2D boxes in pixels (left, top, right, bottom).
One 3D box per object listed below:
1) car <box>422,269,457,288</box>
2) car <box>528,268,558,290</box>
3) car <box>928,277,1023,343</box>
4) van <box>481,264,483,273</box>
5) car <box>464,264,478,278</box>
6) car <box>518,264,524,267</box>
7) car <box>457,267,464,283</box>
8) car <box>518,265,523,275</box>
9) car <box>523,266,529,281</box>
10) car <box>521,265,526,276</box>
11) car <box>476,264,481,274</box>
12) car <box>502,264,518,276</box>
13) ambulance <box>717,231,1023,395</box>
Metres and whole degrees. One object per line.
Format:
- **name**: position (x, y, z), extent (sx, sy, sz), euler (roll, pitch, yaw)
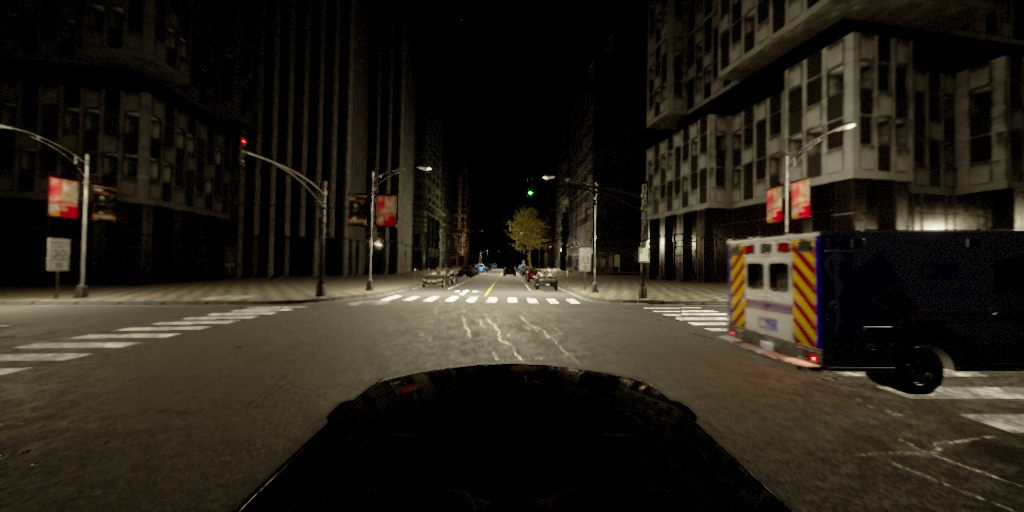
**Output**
- **car**: position (-5.917, 1.743, 28.340), extent (2.007, 1.370, 4.403), euler (0, 0, 0)
- **car**: position (2.606, 1.906, 28.400), extent (2.007, 1.370, 4.403), euler (0, 0, 0)
- **car**: position (14.912, 1.389, 9.744), extent (5.008, 1.535, 1.882), euler (0, -1, 0)
- **van**: position (-6.156, 2.159, 58.722), extent (1.690, 1.789, 3.998), euler (0, 0, 0)
- **car**: position (-6.071, 2.160, 47.899), extent (1.948, 1.339, 4.313), euler (0, 0, 0)
- **car**: position (2.358, 2.530, 60.057), extent (1.751, 1.417, 4.829), euler (0, 0, 0)
- **car**: position (-5.956, 1.845, 33.331), extent (2.007, 1.370, 4.403), euler (0, 0, 0)
- **car**: position (2.400, 2.445, 54.599), extent (2.007, 1.370, 4.403), euler (0, 0, 0)
- **car**: position (2.521, 2.123, 39.287), extent (1.888, 1.381, 4.507), euler (0, 0, 0)
- **car**: position (2.478, 2.241, 44.729), extent (2.007, 1.370, 4.403), euler (0, 0, 0)
- **car**: position (-6.112, 2.231, 53.141), extent (1.751, 1.417, 4.829), euler (0, 0, 0)
- **car**: position (-0.362, 2.385, 56.418), extent (1.837, 1.490, 4.892), euler (1, -1, 0)
- **ambulance**: position (7.391, 0.867, 6.370), extent (6.366, 2.431, 2.351), euler (0, -1, 0)
